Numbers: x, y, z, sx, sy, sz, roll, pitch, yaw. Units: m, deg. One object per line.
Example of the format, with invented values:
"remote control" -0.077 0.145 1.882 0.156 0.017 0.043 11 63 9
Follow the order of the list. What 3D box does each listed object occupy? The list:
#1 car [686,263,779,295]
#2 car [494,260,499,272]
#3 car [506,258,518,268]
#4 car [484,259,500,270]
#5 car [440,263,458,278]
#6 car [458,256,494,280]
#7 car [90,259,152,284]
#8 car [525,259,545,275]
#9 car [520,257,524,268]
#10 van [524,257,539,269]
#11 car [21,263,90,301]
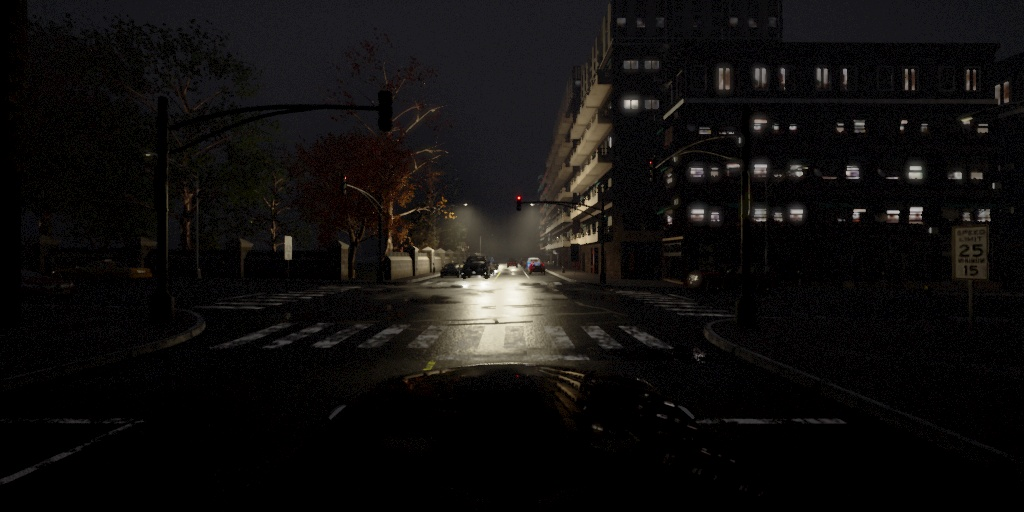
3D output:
"car" 13.471 1.353 21.953 5.009 1.841 2.192 0 0 0
"car" -3.054 1.321 43.612 2.033 1.411 5.357 0 0 0
"car" 0.066 1.304 62.609 1.837 1.490 4.892 0 0 0
"car" -3.032 1.279 54.833 2.128 1.511 4.902 0 0 0
"car" -5.654 1.330 34.315 1.948 1.339 4.313 0 0 0
"car" -3.069 0.982 31.565 2.150 2.045 5.566 0 0 0
"car" -24.721 0.882 21.631 4.829 1.417 1.751 0 0 0
"car" 2.732 1.314 39.936 1.888 1.381 4.507 0 0 0
"car" 2.751 1.230 56.827 1.967 1.591 4.097 0 0 0
"van" 2.739 1.116 45.566 1.690 1.789 3.998 0 0 0
"car" -18.949 1.007 13.299 4.207 1.307 1.802 0 0 0
